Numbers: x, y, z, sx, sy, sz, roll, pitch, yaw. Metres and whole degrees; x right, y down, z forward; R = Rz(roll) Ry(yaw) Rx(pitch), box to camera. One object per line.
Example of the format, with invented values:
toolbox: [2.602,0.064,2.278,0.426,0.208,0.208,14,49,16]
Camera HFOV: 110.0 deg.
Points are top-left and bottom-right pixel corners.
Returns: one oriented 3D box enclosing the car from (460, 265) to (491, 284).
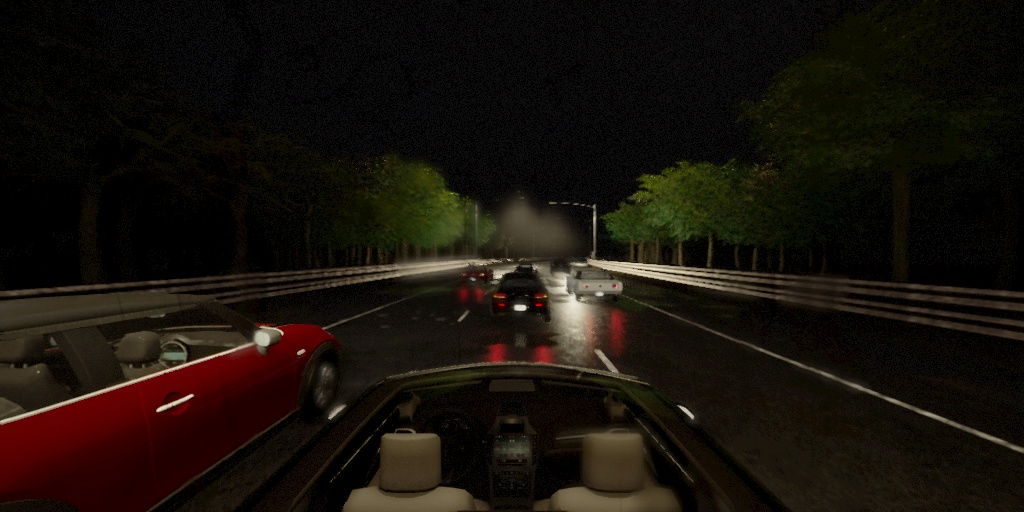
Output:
car: [-2.515,1.342,27.104,1.895,1.301,4.718,0,0,4]

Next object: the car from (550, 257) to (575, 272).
car: [5.240,1.047,38.605,2.097,1.767,4.553,0,0,6]

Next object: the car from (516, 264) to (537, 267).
car: [1.172,1.308,29.543,1.994,1.385,4.181,0,0,4]

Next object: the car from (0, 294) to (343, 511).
car: [-3.358,1.099,3.068,2.097,1.767,4.553,0,0,0]

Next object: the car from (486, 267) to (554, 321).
car: [0.301,1.274,12.300,1.812,1.442,4.674,0,0,2]

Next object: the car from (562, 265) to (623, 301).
car: [3.760,1.303,17.211,1.895,1.301,4.718,0,0,2]
